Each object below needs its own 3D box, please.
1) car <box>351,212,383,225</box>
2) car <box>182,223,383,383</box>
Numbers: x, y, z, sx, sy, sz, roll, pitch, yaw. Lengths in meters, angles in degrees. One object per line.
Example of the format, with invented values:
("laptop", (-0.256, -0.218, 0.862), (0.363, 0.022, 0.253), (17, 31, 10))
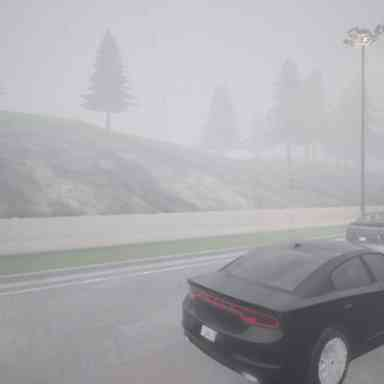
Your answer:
("car", (8.499, 1.596, 14.110), (4.902, 1.511, 2.128), (0, 0, -35))
("car", (2.207, 1.511, 5.322), (5.008, 1.535, 1.882), (0, 0, -36))
